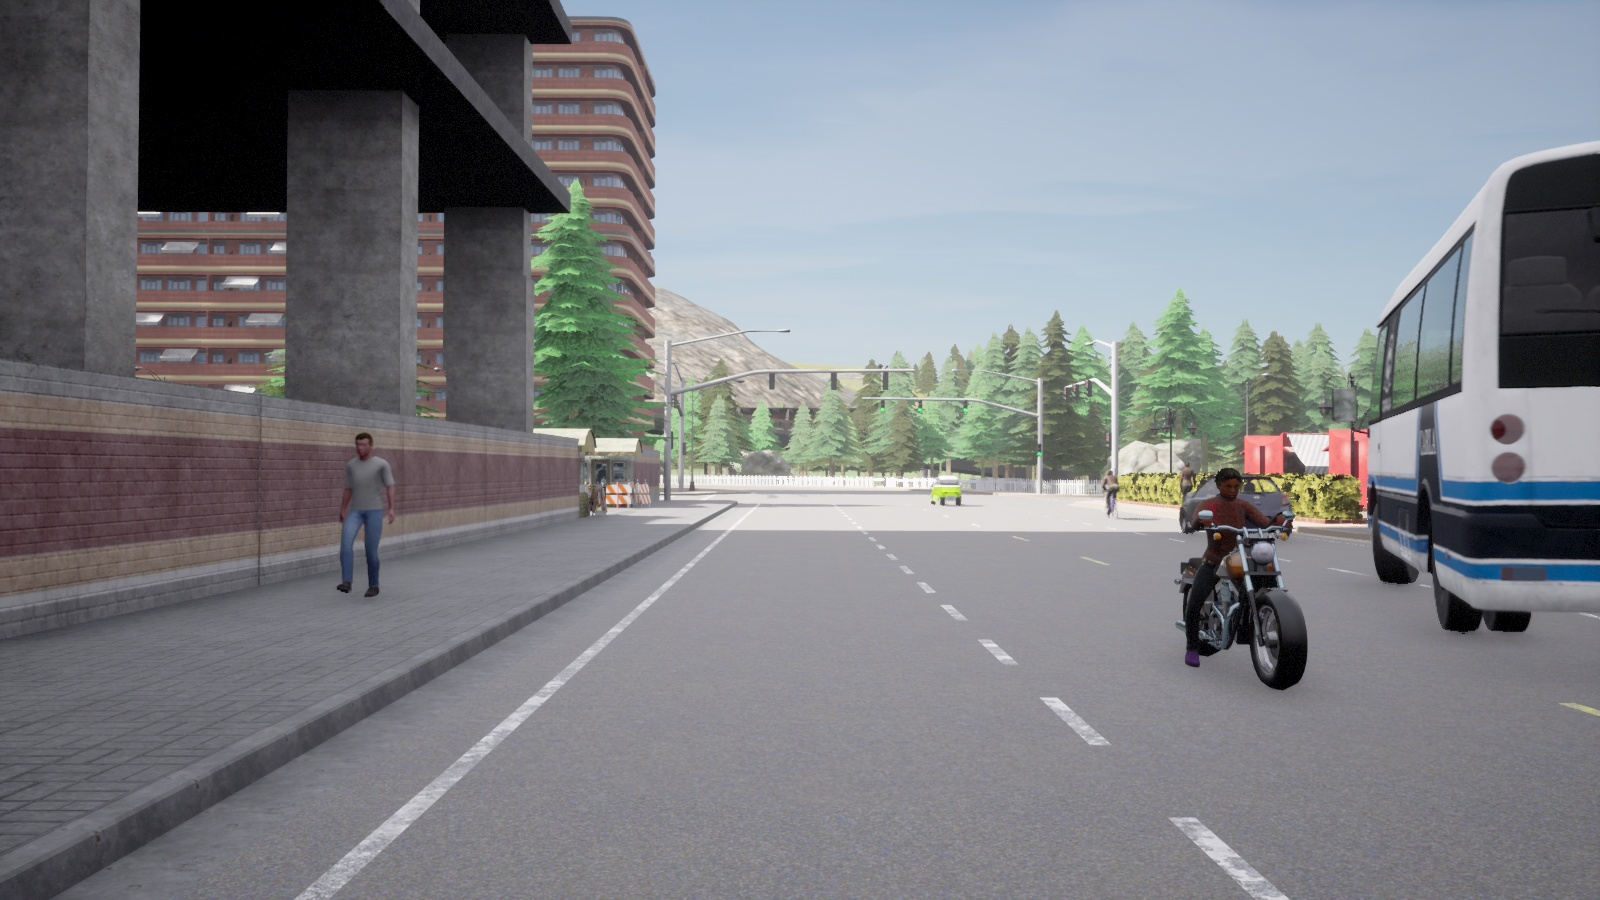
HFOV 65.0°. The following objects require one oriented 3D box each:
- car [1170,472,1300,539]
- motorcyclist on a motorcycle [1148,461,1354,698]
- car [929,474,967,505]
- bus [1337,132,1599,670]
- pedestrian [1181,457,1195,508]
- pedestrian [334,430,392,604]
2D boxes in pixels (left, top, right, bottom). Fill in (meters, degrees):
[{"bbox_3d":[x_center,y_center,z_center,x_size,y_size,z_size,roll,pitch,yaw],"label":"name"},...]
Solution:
[{"bbox_3d":[10.424,1.296,30.368,1.845,1.501,3.633,0,-1,0],"label":"car"},{"bbox_3d":[3.475,0.918,9.942,0.766,1.649,2.350,0,-1,0],"label":"motorcyclist on a motorcycle"},{"bbox_3d":[6.842,1.816,58.158,1.481,1.376,2.207,0,-1,-1],"label":"car"},{"bbox_3d":[8.690,-0.353,14.521,3.944,4.253,10.273,-1,-1,20],"label":"bus"},{"bbox_3d":[13.926,1.168,45.080,0.328,1.805,0.869,0,-1,5],"label":"pedestrian"},{"bbox_3d":[-4.751,0.717,13.678,0.354,1.836,0.706,0,-1,4],"label":"pedestrian"}]
